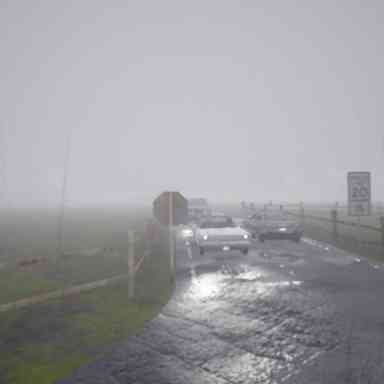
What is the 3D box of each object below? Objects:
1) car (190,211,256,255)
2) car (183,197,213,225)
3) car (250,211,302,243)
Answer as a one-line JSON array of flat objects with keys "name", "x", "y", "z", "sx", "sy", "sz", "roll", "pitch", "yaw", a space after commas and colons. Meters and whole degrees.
[{"name": "car", "x": 1.088, "y": 1.698, "z": 13.938, "sx": 1.895, "sy": 1.301, "sz": 4.718, "roll": -1, "pitch": 0, "yaw": -3}, {"name": "car", "x": 0.255, "y": 1.413, "z": 26.092, "sx": 2.150, "sy": 2.045, "sz": 5.566, "roll": -1, "pitch": -1, "yaw": -5}, {"name": "car", "x": 3.851, "y": 1.637, "z": 16.615, "sx": 1.994, "sy": 1.385, "sz": 4.181, "roll": -1, "pitch": 0, "yaw": -4}]
